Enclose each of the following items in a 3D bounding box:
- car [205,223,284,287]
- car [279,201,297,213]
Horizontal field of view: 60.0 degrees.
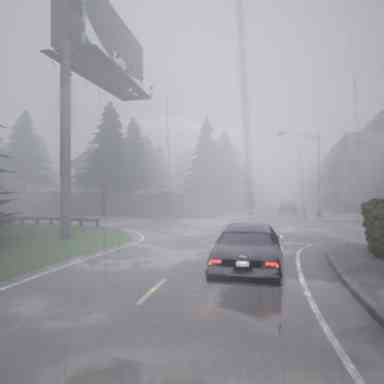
[{"bbox_3d":[1.640,1.599,9.585,2.033,1.411,5.357,0,0,13],"label":"car"},{"bbox_3d":[11.688,1.782,40.385,1.994,1.385,4.181,0,0,19],"label":"car"}]
